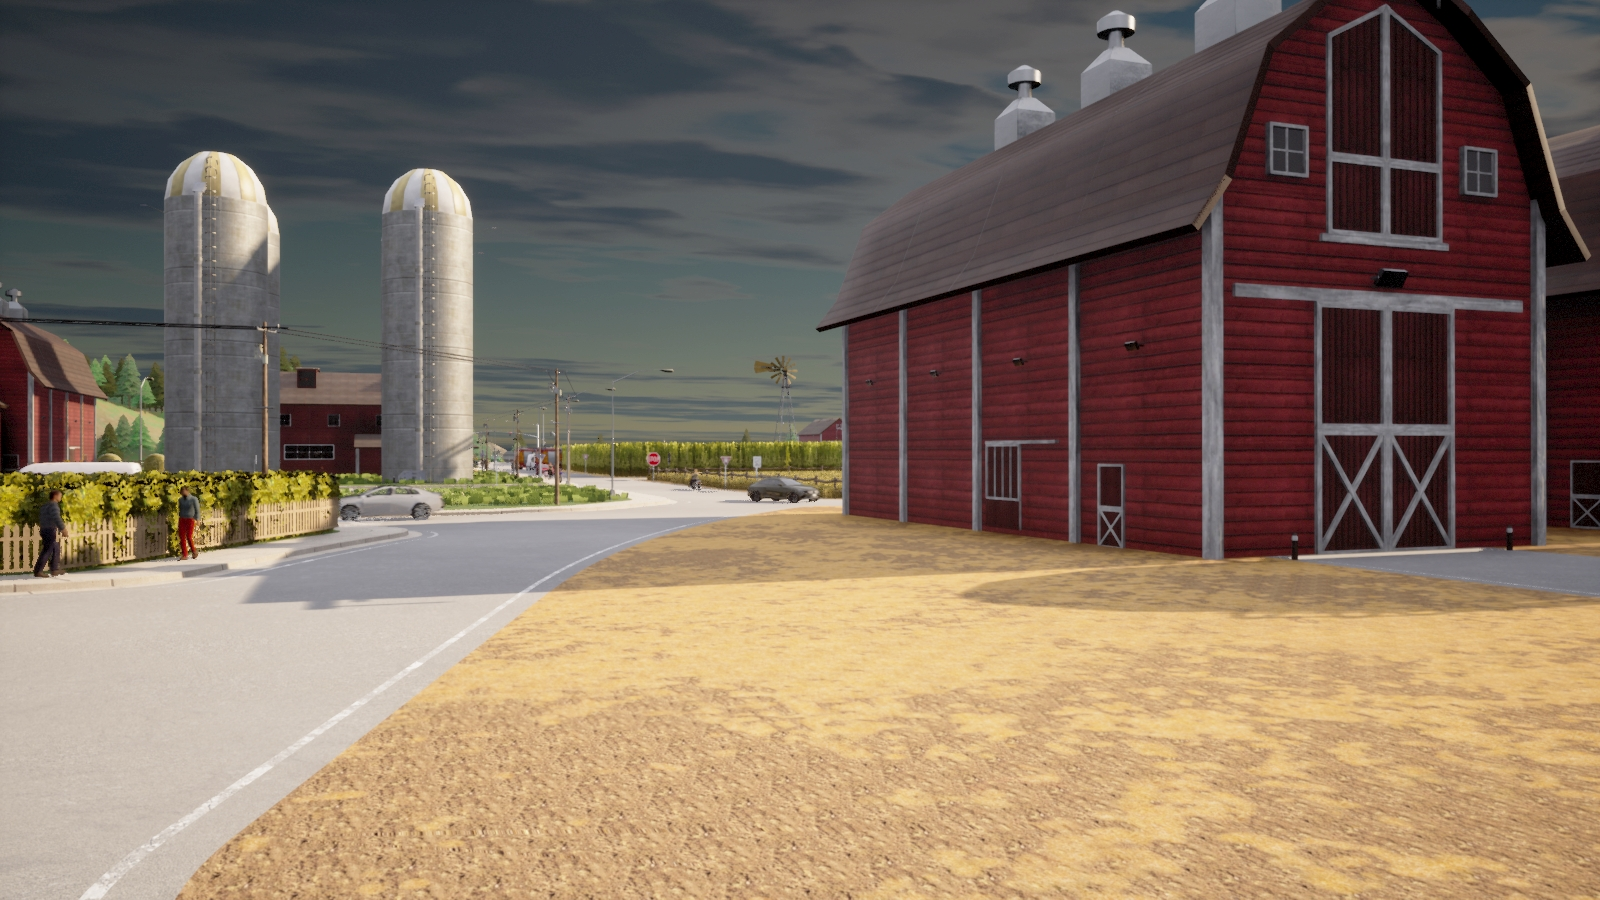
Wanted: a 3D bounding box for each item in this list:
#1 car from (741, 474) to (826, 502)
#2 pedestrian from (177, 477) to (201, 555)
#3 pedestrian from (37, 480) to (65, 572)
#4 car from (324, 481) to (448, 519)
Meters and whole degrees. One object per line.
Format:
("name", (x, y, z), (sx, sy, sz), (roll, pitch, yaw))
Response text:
("car", (-0.978, 2.136, 65.274), (4.674, 1.442, 2.002), (0, 0, 40))
("pedestrian", (-14.886, 1.602, 27.838), (0.375, 1.860, 0.375), (0, 0, 2))
("pedestrian", (-15.419, 1.558, 23.525), (0.375, 1.860, 0.375), (0, 0, 39))
("car", (-17.910, 2.129, 49.394), (4.902, 1.511, 2.128), (0, 0, -23))
